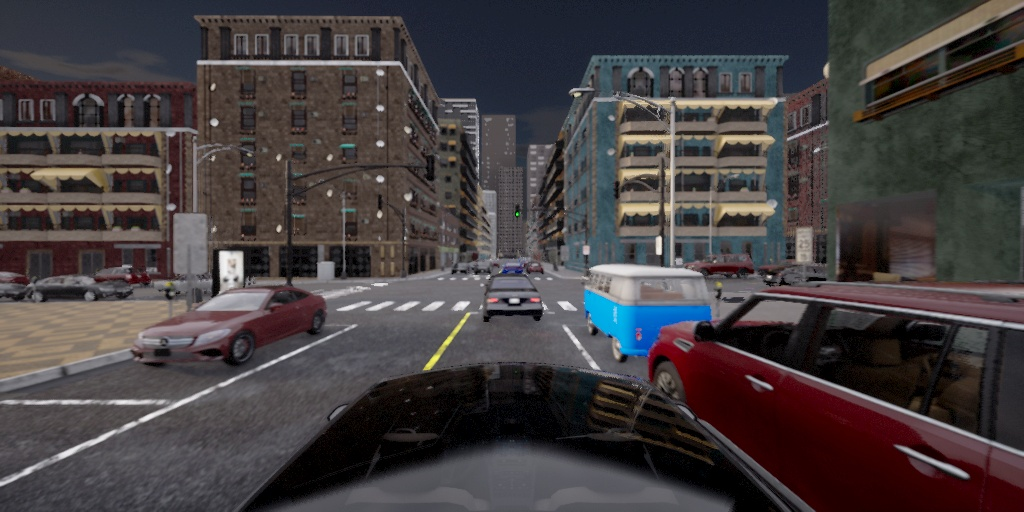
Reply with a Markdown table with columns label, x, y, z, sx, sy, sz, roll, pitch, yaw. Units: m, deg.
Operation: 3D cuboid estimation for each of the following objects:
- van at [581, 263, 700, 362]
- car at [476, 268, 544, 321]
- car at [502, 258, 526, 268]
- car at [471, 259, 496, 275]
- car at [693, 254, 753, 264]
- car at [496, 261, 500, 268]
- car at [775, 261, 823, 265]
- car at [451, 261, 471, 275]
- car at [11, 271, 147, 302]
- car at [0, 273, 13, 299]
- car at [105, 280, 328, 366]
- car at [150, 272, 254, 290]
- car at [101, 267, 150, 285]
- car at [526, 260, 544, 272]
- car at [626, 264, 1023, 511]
| label | x | y | z | sx | sy | sz | roll | pitch | yaw |
| --- | --- | --- | --- | --- | --- | --- | --- | --- | --- |
| van | 2.687 | 1.097 | 7.940 | 1.690 | 1.789 | 3.998 | 0 | 0 | 0 |
| car | -0.120 | 1.308 | 12.569 | 2.033 | 1.411 | 5.357 | 0 | 0 | -4 |
| car | 0.089 | 1.263 | 34.327 | 1.882 | 1.535 | 5.008 | 0 | 0 | 0 |
| car | -3.102 | 1.295 | 39.697 | 1.837 | 1.490 | 4.892 | 0 | 1 | 0 |
| car | 15.763 | 0.808 | 27.499 | 5.009 | 1.841 | 2.192 | 0 | 0 | 0 |
| car | -3.037 | 1.428 | 61.146 | 1.895 | 1.301 | 4.718 | 0 | 0 | 0 |
| car | 15.787 | 1.115 | 19.118 | 4.313 | 1.339 | 1.948 | 0 | 0 | 0 |
| car | -5.705 | 1.360 | 40.343 | 1.948 | 1.339 | 4.313 | 0 | 0 | 0 |
| car | -22.399 | 1.656 | 18.701 | 4.403 | 1.370 | 2.007 | 0 | 0 | 0 |
| car | -27.969 | 1.737 | 18.659 | 4.403 | 1.370 | 2.007 | 0 | 0 | 0 |
| car | -5.695 | 1.338 | 7.938 | 1.802 | 1.307 | 4.207 | 0 | 0 | 0 |
| car | -18.182 | 1.626 | 21.448 | 4.718 | 1.301 | 1.895 | -1 | 0 | 0 |
| car | -30.270 | 1.602 | 27.282 | 4.097 | 1.591 | 1.967 | 0 | 0 | 0 |
| car | 2.676 | 1.376 | 40.334 | 1.802 | 1.307 | 4.207 | 0 | 0 | 0 |
| car | 2.688 | 1.065 | 2.412 | 2.192 | 1.841 | 5.009 | 0 | 0 | 0 |
